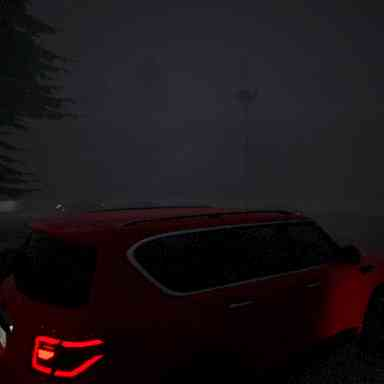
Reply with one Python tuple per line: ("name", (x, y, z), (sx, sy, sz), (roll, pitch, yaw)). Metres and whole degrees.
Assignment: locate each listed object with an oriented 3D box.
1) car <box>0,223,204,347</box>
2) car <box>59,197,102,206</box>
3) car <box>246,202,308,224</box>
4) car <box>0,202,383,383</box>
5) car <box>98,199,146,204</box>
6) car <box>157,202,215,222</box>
("car", (-2.473, 1.540, 6.378), (5.357, 1.411, 2.033), (0, 0, -38))
("car", (-10.265, 1.311, 31.008), (4.553, 1.767, 2.097), (0, 0, -9))
("car", (6.224, 1.479, 24.677), (1.994, 1.385, 4.181), (0, 0, -34))
("car", (0.588, 1.210, 4.335), (5.566, 2.045, 2.150), (-1, 0, -39))
("car", (-3.952, 1.444, 23.969), (4.902, 1.511, 2.128), (0, 0, 23))
("car", (-0.500, 1.499, 26.224), (4.181, 1.385, 1.994), (0, 0, 33))
